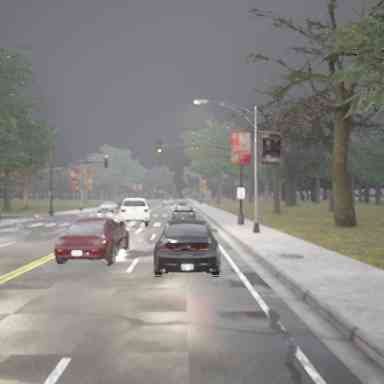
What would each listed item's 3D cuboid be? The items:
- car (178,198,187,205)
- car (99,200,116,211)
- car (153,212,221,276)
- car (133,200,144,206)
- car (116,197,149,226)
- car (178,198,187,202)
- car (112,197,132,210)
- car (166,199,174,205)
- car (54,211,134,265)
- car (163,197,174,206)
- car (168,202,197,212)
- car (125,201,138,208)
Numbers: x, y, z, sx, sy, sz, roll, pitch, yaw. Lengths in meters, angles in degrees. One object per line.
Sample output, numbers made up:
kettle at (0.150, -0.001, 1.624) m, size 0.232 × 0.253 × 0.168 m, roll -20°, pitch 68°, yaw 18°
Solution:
car at (-2.441, 2.395, 84.756) m, size 2.128 × 1.511 × 4.902 m, roll 0°, pitch -1°, yaw -2°
car at (-11.116, 2.037, 44.490) m, size 1.812 × 1.442 × 4.674 m, roll 0°, pitch -1°, yaw -1°
car at (-0.180, 1.627, 10.727) m, size 1.837 × 1.490 × 4.892 m, roll 0°, pitch 0°, yaw -2°
car at (-11.895, 2.438, 74.480) m, size 1.895 × 1.301 × 4.718 m, roll 0°, pitch -1°, yaw -2°
car at (-4.633, 1.519, 26.155) m, size 2.150 × 2.045 × 5.566 m, roll 1°, pitch -1°, yaw -13°
car at (-2.137, 2.401, 74.345) m, size 2.033 × 1.411 × 5.357 m, roll 0°, pitch -1°, yaw -2°
car at (-11.390, 1.848, 54.291) m, size 2.150 × 2.045 × 5.566 m, roll 0°, pitch -1°, yaw -1°
car at (-5.714, 2.482, 85.495) m, size 1.882 × 1.535 × 5.008 m, roll 0°, pitch -1°, yaw -2°
car at (-3.477, 1.664, 12.160) m, size 1.812 × 1.442 × 4.674 m, roll 0°, pitch 0°, yaw -2°
car at (-5.408, 2.099, 75.027) m, size 2.150 × 2.045 × 5.566 m, roll 0°, pitch -1°, yaw -2°
car at (-0.668, 1.789, 26.522) m, size 2.128 × 1.511 × 4.902 m, roll 0°, pitch -1°, yaw -1°
car at (-11.618, 2.347, 64.166) m, size 1.895 × 1.301 × 4.718 m, roll 0°, pitch -1°, yaw -1°
